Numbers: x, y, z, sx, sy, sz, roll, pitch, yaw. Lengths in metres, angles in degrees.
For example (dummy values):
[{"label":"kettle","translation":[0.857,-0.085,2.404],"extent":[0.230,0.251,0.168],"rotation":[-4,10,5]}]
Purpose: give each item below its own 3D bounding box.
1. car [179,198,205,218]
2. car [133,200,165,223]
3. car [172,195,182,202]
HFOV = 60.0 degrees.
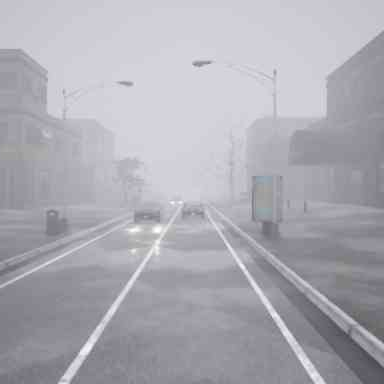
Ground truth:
[{"label":"car","translation":[0.094,1.457,28.615],"extent":[1.895,1.301,4.718],"rotation":[0,0,0]},{"label":"car","translation":[-3.103,1.362,24.660],"extent":[1.882,1.535,5.008],"rotation":[0,0,0]},{"label":"car","translation":[-3.016,1.262,67.088],"extent":[1.895,1.301,4.718],"rotation":[0,0,0]}]
